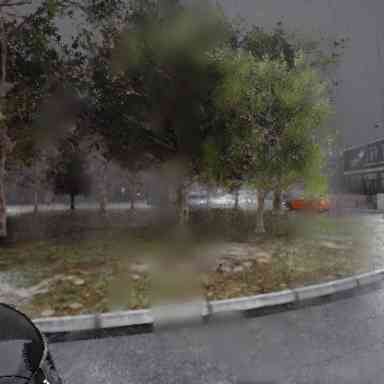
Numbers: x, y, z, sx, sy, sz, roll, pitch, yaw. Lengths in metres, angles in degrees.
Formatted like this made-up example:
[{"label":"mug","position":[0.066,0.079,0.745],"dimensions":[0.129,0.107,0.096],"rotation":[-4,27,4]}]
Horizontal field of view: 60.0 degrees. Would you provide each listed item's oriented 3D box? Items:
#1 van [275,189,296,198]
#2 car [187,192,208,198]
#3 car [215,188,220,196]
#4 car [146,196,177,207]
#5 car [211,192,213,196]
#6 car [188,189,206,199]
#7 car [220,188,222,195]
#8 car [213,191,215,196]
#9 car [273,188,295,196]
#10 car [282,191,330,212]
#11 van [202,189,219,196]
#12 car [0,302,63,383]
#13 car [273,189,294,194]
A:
[{"label":"van","position":[21.094,0.319,75.080],"dimensions":[4.442,1.987,1.878],"rotation":[0,1,13]},{"label":"car","position":[1.377,0.730,78.776],"dimensions":[4.674,1.452,2.002],"rotation":[0,1,13]},{"label":"car","position":[3.901,0.211,89.509],"dimensions":[5.566,2.045,2.435],"rotation":[0,1,13]},{"label":"car","position":[-3.537,1.259,45.195],"dimensions":[5.357,1.411,2.033],"rotation":[0,0,5]},{"label":"car","position":[2.042,0.511,81.449],"dimensions":[4.553,1.767,2.185],"rotation":[0,1,13]},{"label":"car","position":[0.124,0.666,73.400],"dimensions":[4.553,1.767,2.185],"rotation":[0,1,13]},{"label":"car","position":[4.751,0.398,92.145],"dimensions":[5.366,1.575,1.946],"rotation":[0,1,13]},{"label":"car","position":[2.648,0.583,84.146],"dimensions":[4.892,1.521,2.231],"rotation":[0,1,13]},{"label":"car","position":[24.439,-0.009,88.437],"dimensions":[5.566,2.045,2.435],"rotation":[0,1,13]},{"label":"car","position":[11.182,1.024,32.622],"dimensions":[2.097,1.767,4.553],"rotation":[-1,0,-25]},{"label":"van","position":[5.321,0.116,94.839],"dimensions":[4.442,1.987,1.878],"rotation":[0,1,13]},{"label":"car","position":[-3.230,1.244,0.930],"dimensions":[5.566,2.045,2.150],"rotation":[-1,0,-43]},{"label":"car","position":[19.241,0.717,66.951],"dimensions":[4.792,1.488,2.163],"rotation":[0,1,13]}]
